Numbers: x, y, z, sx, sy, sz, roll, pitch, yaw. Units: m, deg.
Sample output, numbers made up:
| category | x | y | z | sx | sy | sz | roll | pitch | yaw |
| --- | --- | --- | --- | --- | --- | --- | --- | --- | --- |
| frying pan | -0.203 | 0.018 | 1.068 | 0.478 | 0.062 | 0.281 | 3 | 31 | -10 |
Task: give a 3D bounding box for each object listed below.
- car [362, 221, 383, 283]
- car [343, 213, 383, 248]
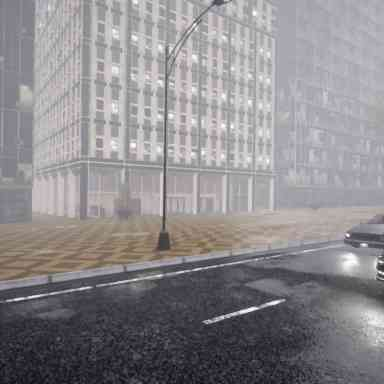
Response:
| category | x | y | z | sx | sy | sz | roll | pitch | yaw |
| --- | --- | --- | --- | --- | --- | --- | --- | --- | --- |
| car | 6.474 | 1.508 | 8.286 | 4.892 | 1.490 | 1.837 | 0 | 0 | -35 |
| car | 8.448 | 1.552 | 13.681 | 5.357 | 1.411 | 2.033 | 0 | 0 | -35 |
